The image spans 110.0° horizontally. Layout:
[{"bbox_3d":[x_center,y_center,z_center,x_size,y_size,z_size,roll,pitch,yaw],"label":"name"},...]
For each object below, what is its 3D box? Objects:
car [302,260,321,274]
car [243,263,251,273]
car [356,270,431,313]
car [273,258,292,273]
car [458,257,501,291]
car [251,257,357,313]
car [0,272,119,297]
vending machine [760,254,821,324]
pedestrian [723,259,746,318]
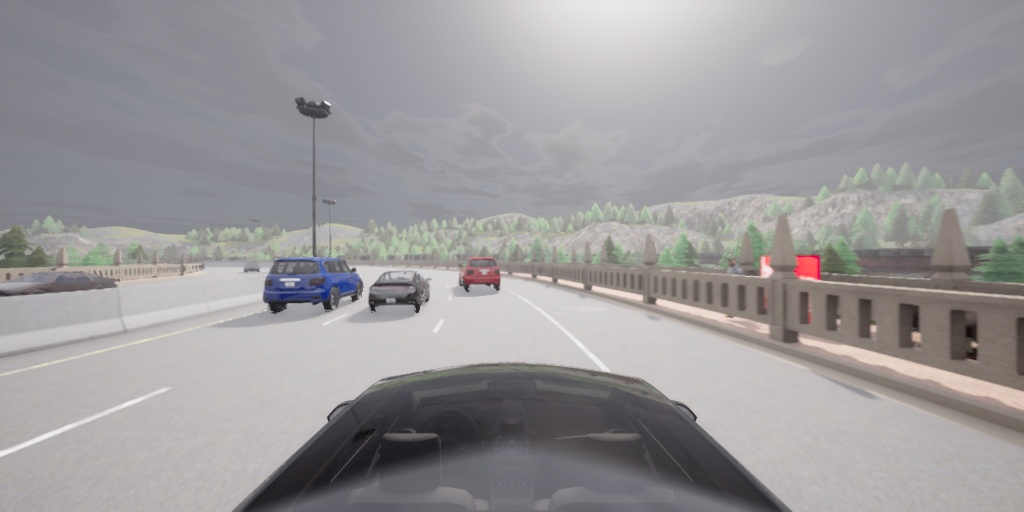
[{"bbox_3d":[-27.977,1.475,50.015,2.097,1.767,4.553,0,0,-31],"label":"car"},{"bbox_3d":[-37.034,1.681,51.231,1.837,1.490,4.892,0,0,-34],"label":"car"},{"bbox_3d":[-4.446,1.326,14.664,2.128,1.511,4.902,0,0,-7],"label":"car"},{"bbox_3d":[-33.688,1.385,52.589,2.150,2.045,5.566,0,0,-34],"label":"car"},{"bbox_3d":[-2.163,1.088,23.103,2.150,2.045,5.566,0,0,-13],"label":"car"},{"bbox_3d":[-7.957,1.075,14.903,2.150,2.045,5.566,0,0,-8],"label":"car"},{"bbox_3d":[-22.794,1.492,17.818,2.033,1.411,5.357,0,0,-11],"label":"car"},{"bbox_3d":[7.589,0.945,9.808,1.100,2.100,0.880,0,0,-4],"label":"vending machine"},{"bbox_3d":[6.637,0.900,10.710,0.375,1.860,0.375,0,0,-5],"label":"pedestrian"}]
